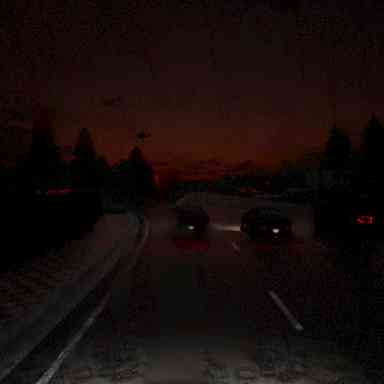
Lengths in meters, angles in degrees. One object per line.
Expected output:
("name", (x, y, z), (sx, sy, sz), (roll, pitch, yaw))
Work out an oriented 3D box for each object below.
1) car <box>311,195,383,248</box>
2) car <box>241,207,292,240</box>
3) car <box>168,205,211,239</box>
("car", (7.092, 1.156, 14.556), (2.150, 2.045, 5.566), (0, 0, 0))
("car", (3.592, 1.451, 16.521), (1.812, 1.442, 4.674), (0, 0, 0))
("car", (-0.197, 1.400, 17.061), (1.882, 1.535, 5.008), (0, 0, -4))
